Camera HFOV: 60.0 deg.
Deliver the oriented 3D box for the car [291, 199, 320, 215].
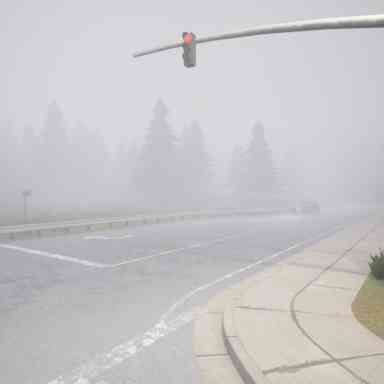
[{"bbox_3d":[11.526,1.475,33.653,2.128,1.511,4.902,0,0,35],"label":"car"}]
